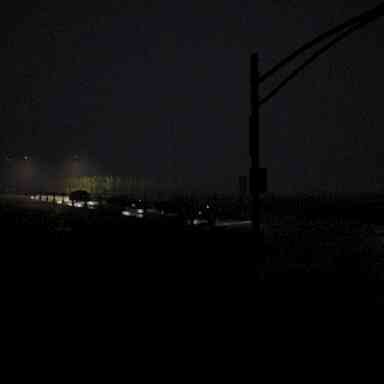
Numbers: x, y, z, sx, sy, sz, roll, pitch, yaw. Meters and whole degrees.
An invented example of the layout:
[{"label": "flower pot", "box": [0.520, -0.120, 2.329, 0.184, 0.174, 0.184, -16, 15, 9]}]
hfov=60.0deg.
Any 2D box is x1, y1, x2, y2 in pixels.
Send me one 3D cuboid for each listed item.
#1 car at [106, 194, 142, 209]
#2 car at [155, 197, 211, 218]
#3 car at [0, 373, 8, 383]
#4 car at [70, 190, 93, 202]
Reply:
[{"label": "car", "box": [-6.643, 0.860, 32.328, 1.895, 1.301, 4.718, -1, 1, -36]}, {"label": "car", "box": [-0.733, 1.050, 24.055, 1.895, 1.301, 4.718, -1, 1, -36]}, {"label": "car", "box": [-2.737, 1.587, 0.969, 4.181, 1.385, 1.994, -1, 1, -36]}, {"label": "car", "box": [-14.524, 0.513, 43.380, 1.837, 1.490, 4.892, -1, 2, -35]}]
